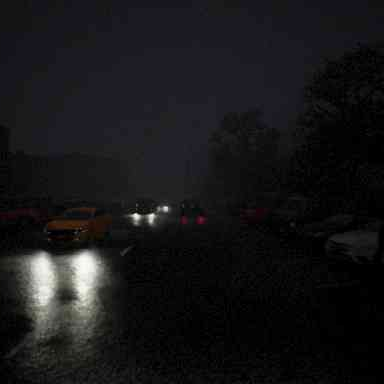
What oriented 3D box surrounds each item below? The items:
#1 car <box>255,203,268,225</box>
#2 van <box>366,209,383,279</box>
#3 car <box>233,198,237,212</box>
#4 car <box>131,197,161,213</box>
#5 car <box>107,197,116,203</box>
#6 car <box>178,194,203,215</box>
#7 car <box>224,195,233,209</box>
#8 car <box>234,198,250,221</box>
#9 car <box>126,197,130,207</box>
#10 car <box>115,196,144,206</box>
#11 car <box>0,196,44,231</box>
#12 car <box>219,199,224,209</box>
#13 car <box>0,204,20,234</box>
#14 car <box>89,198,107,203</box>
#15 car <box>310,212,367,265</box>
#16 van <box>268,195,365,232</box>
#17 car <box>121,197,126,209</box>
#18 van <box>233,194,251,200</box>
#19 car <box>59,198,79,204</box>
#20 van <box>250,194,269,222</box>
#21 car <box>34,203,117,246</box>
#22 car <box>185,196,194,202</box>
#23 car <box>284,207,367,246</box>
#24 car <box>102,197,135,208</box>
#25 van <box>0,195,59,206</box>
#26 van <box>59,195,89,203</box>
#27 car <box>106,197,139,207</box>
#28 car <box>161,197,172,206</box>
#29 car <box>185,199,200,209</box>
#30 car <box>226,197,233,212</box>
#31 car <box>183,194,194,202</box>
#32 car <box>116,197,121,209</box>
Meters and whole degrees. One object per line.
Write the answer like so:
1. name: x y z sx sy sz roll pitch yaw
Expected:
1. car: 6.394 1.520 19.313 4.674 1.452 2.002 1 0 -20
2. van: 6.509 1.255 7.577 4.442 1.987 1.878 1 0 -20
3. car: 6.390 1.498 28.143 4.892 1.521 2.231 1 0 -20
4. car: -5.000 1.396 36.852 2.097 1.767 4.553 0 0 0
5. car: -11.423 1.525 36.976 4.892 1.521 2.231 -1 0 -20
6. car: 0.010 1.379 33.608 2.097 1.767 4.553 0 0 0
7. car: 6.371 1.399 36.965 4.553 1.767 2.185 1 -1 -20
8. car: 6.224 1.485 25.133 5.366 1.575 1.946 1 0 -20
9. car: -11.419 1.596 45.779 4.674 1.452 2.002 -1 0 -20
10. car: -11.415 1.612 60.444 4.892 1.521 2.231 -1 0 -20
11. car: -11.388 1.353 19.383 4.553 1.767 2.185 -1 0 -20
12. car: 6.423 1.576 42.877 4.792 1.488 2.163 1 -1 -20
13. car: -11.418 1.517 16.445 4.674 1.452 2.002 -1 0 -20
14. car: -11.449 1.388 34.037 4.553 1.767 2.185 -1 0 -20
15. car: 6.403 1.517 10.474 4.674 1.452 2.002 1 0 -20
16. van: 6.294 1.252 16.320 4.442 1.987 1.878 1 0 -20
17. car: -11.427 1.546 42.849 4.892 1.521 2.231 -1 0 -20
18. van: 6.506 1.282 31.133 4.442 1.987 1.878 1 0 -20
19. car: -11.410 1.489 25.242 5.008 1.535 2.097 -1 0 -20
20. van: 6.509 1.261 22.297 4.442 1.987 1.878 1 0 -20
21. car: -5.098 1.469 15.435 1.882 1.535 5.008 0 0 0
22. car: -0.657 1.795 84.183 2.097 1.535 5.008 0 -1 -1
23. car: 6.400 1.518 13.419 4.674 1.452 2.002 1 0 -20
24. car: -11.420 1.618 51.647 4.674 1.452 2.002 -1 0 -20
25. van: -11.527 1.260 22.265 4.442 1.987 1.878 -1 0 -20
26. van: -11.312 1.268 28.220 4.442 1.987 1.878 -1 0 -20
27. car: -11.425 1.590 54.581 4.892 1.521 2.231 -1 -1 -20
28. car: -5.000 1.770 56.295 1.895 1.301 4.718 0 0 0
29. car: 0.039 1.637 46.545 1.994 1.385 4.181 0 0 1
30. car: 6.425 1.545 34.042 4.792 1.488 2.163 1 0 -20
31. car: -1.018 1.636 90.170 2.435 2.045 5.566 0 -1 -7
32. car: -11.389 1.564 39.923 4.792 1.488 2.163 -1 -1 -20
